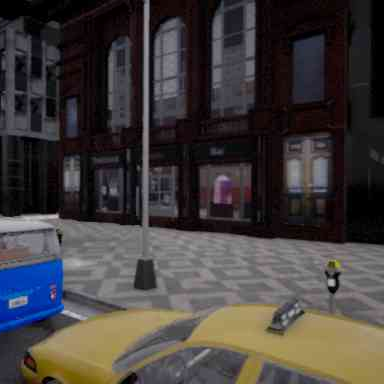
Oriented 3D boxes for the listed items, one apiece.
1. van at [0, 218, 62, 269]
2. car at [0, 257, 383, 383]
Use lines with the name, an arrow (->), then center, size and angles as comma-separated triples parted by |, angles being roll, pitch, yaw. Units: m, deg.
van -> -3.967, 1.316, 5.792 | 3.998, 1.788, 1.690 | 0, 0, 36
car -> 0.481, 1.522, 2.618 | 4.829, 1.417, 1.752 | 0, 0, 36
